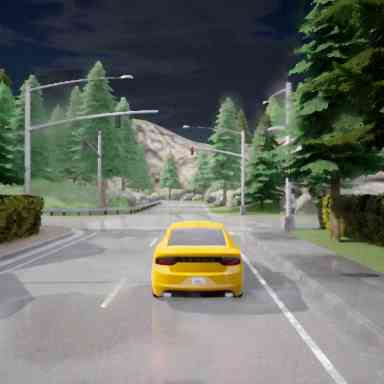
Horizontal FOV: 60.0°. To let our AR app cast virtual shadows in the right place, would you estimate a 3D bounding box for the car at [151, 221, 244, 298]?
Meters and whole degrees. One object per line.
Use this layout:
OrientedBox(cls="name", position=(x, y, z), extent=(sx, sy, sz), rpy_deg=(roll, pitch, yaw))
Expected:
OrientedBox(cls="car", position=(0.121, 1.476, 8.563), extent=(1.882, 1.535, 5.008), rpy_deg=(0, 0, 0))
